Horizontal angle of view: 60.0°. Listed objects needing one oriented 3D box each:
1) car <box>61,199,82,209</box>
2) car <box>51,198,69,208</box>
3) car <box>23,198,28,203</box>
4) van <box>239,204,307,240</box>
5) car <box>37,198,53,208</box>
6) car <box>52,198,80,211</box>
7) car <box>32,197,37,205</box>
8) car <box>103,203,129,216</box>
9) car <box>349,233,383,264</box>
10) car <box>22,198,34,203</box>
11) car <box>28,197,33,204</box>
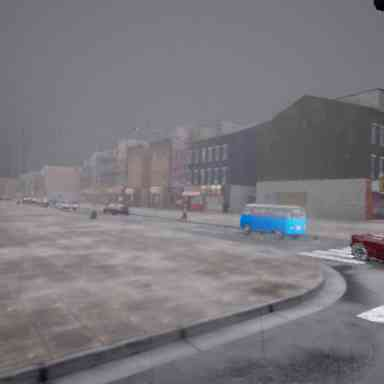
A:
[{"bbox_3d":[-18.907,1.842,52.043,1.837,1.490,4.892,3,-2,-35],"label":"car"},{"bbox_3d":[-22.960,1.887,57.750,1.812,1.442,4.674,3,-2,-35],"label":"car"},{"bbox_3d":[-36.773,1.888,76.517,1.967,1.590,4.097,3,-2,-35],"label":"car"},{"bbox_3d":[4.404,1.607,18.590,1.690,1.788,3.998,3,-2,-35],"label":"van"},{"bbox_3d":[-21.738,1.705,50.819,1.837,1.490,4.892,3,-2,-35],"label":"car"},{"bbox_3d":[-16.336,1.778,43.299,1.895,1.301,4.718,3,-2,-35],"label":"car"},{"bbox_3d":[-30.539,1.920,67.742,1.752,1.417,4.829,3,-2,-35],"label":"car"},{"bbox_3d":[-8.273,1.859,36.409,1.802,1.307,4.206,3,-2,-35],"label":"car"},{"bbox_3d":[6.578,1.688,9.613,1.895,1.301,4.718,1,-1,-4],"label":"car"},{"bbox_3d":[-39.945,2.060,80.968,1.802,1.307,4.206,3,-2,-35],"label":"car"},{"bbox_3d":[-33.610,2.002,72.057,1.802,1.307,4.206,3,-2,-35],"label":"car"}]
